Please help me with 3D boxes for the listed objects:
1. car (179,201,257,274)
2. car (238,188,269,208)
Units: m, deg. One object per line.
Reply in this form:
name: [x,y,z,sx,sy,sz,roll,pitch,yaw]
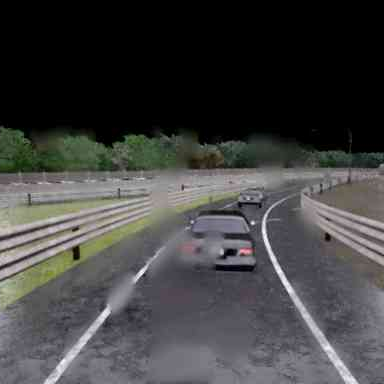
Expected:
car: [0.837,1.216,9.534,2.033,1.411,5.357,0,2,7]
car: [4.936,0.418,26.562,2.033,1.411,5.357,1,3,19]
